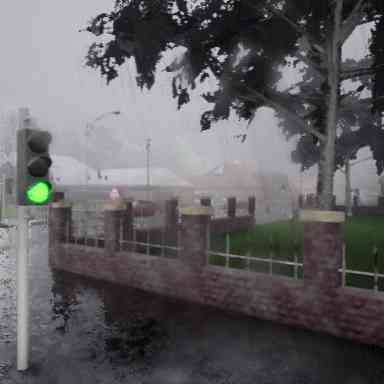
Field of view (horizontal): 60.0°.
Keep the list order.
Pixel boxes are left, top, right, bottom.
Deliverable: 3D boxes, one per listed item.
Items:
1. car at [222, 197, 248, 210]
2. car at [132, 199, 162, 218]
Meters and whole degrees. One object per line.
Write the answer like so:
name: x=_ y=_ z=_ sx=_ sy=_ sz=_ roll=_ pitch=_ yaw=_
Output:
car: x=5.454 y=1.385 z=40.246 sx=1.837 sy=1.490 sz=4.892 roll=0 pitch=0 yaw=36
car: x=-4.480 y=1.355 z=26.487 sx=1.882 sy=1.535 sz=5.008 roll=0 pitch=0 yaw=36
